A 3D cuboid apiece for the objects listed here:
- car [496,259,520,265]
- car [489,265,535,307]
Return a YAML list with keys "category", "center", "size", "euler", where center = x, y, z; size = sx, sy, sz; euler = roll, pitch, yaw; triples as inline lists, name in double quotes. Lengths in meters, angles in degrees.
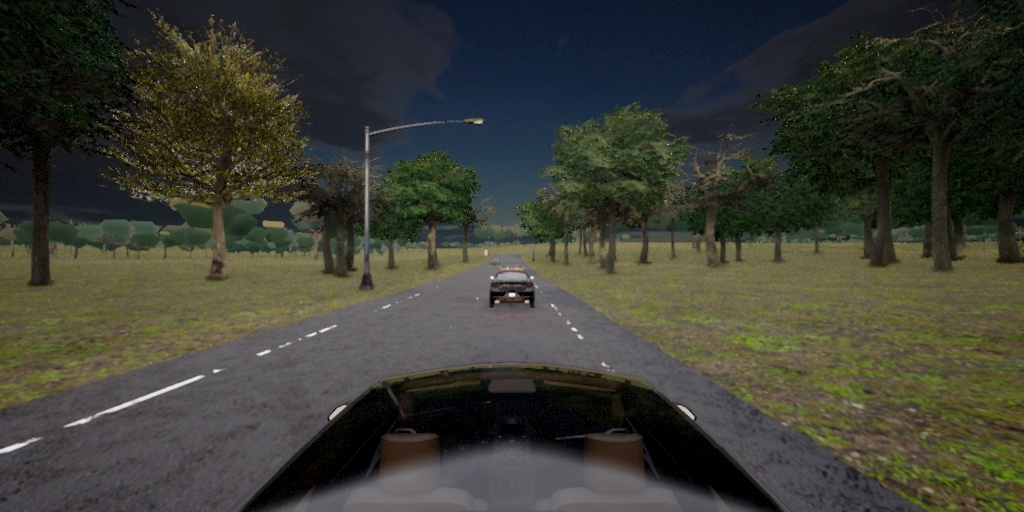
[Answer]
- category: "car"
  center: [0.010, 1.345, 30.927]
  size: [2.097, 1.767, 4.553]
  euler: [0, -1, 0]
- category: "car"
  center: [0.009, 1.354, 16.333]
  size: [1.882, 1.535, 5.008]
  euler: [0, 0, 0]
